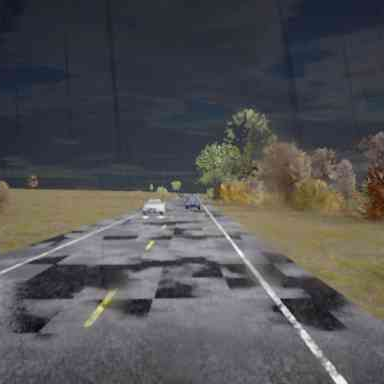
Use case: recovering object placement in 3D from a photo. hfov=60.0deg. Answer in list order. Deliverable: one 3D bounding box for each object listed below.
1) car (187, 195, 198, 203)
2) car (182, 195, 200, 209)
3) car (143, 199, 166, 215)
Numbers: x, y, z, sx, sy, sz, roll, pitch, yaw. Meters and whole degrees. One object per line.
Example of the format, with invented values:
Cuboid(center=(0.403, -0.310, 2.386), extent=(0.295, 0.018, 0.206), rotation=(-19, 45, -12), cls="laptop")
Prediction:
Cuboid(center=(0.102, 1.370, 63.103), extent=(2.033, 1.411, 5.357), rotation=(0, 0, 0), cls="car")
Cuboid(center=(0.101, 1.423, 43.163), extent=(2.033, 1.411, 5.357), rotation=(0, 0, 0), cls="car")
Cuboid(center=(-3.595, 1.432, 32.094), extent=(1.812, 1.442, 4.674), rotation=(0, 0, 0), cls="car")
